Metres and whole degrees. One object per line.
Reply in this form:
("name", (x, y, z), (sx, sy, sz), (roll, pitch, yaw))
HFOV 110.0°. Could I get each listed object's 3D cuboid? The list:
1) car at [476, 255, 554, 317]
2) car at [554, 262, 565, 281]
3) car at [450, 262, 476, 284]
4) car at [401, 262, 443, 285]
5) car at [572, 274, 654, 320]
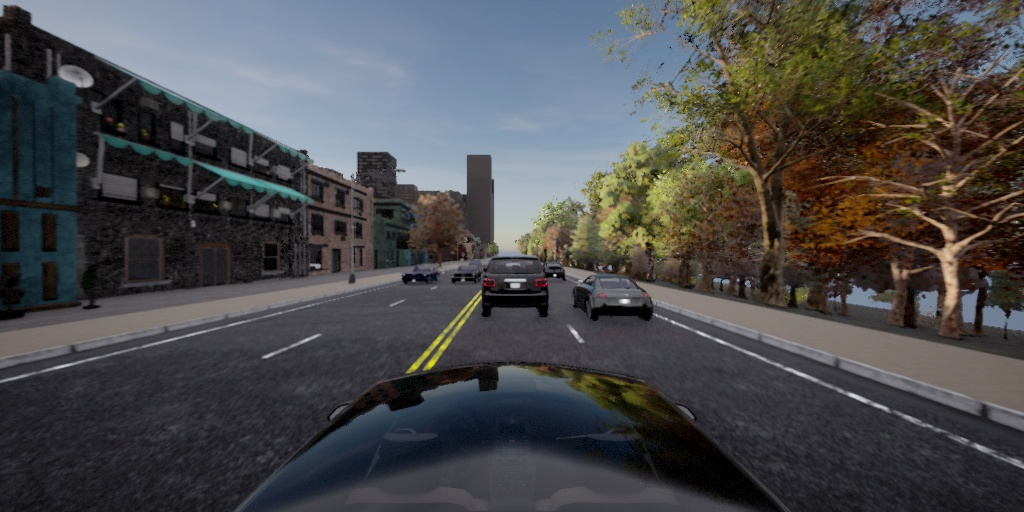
("car", (0.099, 0.974, 13.366), (2.150, 2.045, 5.566), (0, 0, 0))
("car", (3.348, 1.260, 30.375), (1.837, 1.490, 4.892), (0, 0, 0))
("car", (-3.351, 1.356, 26.804), (1.895, 1.301, 4.718), (0, 0, 0))
("car", (-6.601, 1.355, 26.365), (1.895, 1.301, 4.718), (0, 0, 0))
("car", (3.348, 1.316, 12.649), (1.994, 1.385, 4.181), (0, 0, 0))
